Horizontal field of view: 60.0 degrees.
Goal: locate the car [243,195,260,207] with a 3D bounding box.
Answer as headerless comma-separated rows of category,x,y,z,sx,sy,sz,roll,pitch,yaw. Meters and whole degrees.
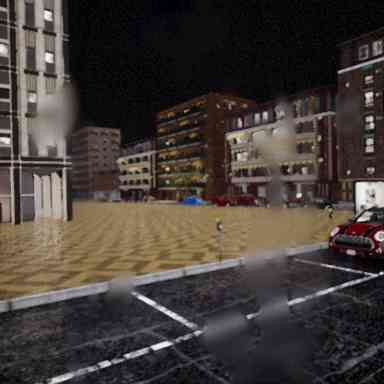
car,8.755,1.277,49.916,2.097,1.767,4.553,-2,0,-36

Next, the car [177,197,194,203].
car,-1.507,1.746,73.954,1.802,1.307,4.206,-3,1,-36

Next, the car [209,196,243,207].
car,5.108,1.571,50.369,1.887,1.381,4.507,-3,1,-36

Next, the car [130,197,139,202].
car,-14.563,2.060,92.004,1.947,1.339,4.313,-3,1,-36

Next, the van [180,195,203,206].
van,0.187,1.491,57.254,1.690,1.788,3.998,-3,1,-36

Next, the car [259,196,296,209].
car,11.183,1.425,41.891,2.008,1.369,4.403,-3,1,-36

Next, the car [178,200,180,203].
car,-0.761,1.435,63.222,1.994,1.385,4.181,-2,0,-36

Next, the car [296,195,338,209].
car,14.447,1.343,37.379,2.008,1.369,4.403,-3,1,-36

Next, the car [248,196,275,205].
car,11.612,1.414,55.952,1.802,1.307,4.206,-3,1,-36

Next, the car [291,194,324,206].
car,16.865,1.140,48.766,1.967,1.590,4.097,-3,1,-36

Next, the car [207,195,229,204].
car,5.019,1.439,64.931,1.967,1.590,4.097,-3,1,-36

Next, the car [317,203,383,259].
car,6.380,1.250,11.114,4.097,1.590,1.967,-1,0,-35

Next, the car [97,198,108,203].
car,-24.615,2.323,91.605,1.887,1.381,4.507,-3,1,-36

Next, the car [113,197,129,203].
car,-18.087,2.163,82.580,2.008,1.369,4.403,-3,1,-36

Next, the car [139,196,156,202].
car,-11.305,1.852,87.491,1.967,1.590,4.097,-3,1,-36
